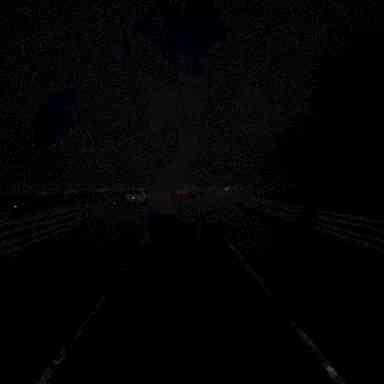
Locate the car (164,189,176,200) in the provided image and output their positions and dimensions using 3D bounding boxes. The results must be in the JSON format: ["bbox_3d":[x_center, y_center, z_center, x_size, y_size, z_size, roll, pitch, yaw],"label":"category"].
[{"bbox_3d":[-3.882,0.596,56.604,1.994,1.385,4.181,0,1,17],"label":"car"}]

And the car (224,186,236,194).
[{"bbox_3d":[10.765,-0.278,91.755,2.033,1.411,5.357,0,1,17],"label":"car"}]

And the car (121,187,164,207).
[{"bbox_3d":[-5.672,0.638,39.142,2.150,2.045,5.566,0,1,17],"label":"car"}]

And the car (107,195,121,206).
[{"bbox_3d":[-8.567,0.986,41.612,1.895,1.301,4.718,0,1,17],"label":"car"}]

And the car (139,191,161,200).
[{"bbox_3d":[-7.223,0.539,57.650,1.837,1.490,4.892,0,1,17],"label":"car"}]

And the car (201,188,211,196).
[{"bbox_3d":[2.045,0.112,75.580,2.128,1.511,4.902,0,1,17],"label":"car"}]

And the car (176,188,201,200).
[{"bbox_3d":[-0.540,0.509,55.571,1.882,1.535,5.008,0,1,17],"label":"car"}]

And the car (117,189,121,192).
[{"bbox_3d":[-18.879,-0.069,90.765,1.812,1.442,4.674,0,1,17],"label":"car"}]

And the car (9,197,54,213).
[{"bbox_3d":[-15.268,1.205,31.899,1.994,1.385,4.181,0,1,17],"label":"car"}]
